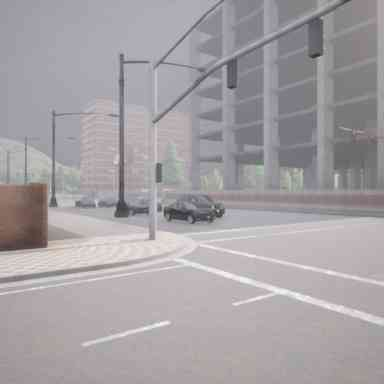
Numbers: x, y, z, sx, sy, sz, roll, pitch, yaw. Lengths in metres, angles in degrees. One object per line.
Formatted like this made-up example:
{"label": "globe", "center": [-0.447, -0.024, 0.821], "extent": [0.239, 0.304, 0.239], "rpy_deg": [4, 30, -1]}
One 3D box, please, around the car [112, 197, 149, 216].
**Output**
{"label": "car", "center": [-5.803, 1.474, 32.802], "extent": [1.882, 1.535, 5.008], "rpy_deg": [0, 0, -35]}

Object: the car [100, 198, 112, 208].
{"label": "car", "center": [-11.908, 1.543, 47.629], "extent": [2.033, 1.411, 5.357], "rpy_deg": [0, 0, -36]}

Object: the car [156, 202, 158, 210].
{"label": "car", "center": [-5.124, 1.501, 37.932], "extent": [1.837, 1.490, 4.892], "rpy_deg": [0, 0, -35]}

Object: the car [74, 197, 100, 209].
{"label": "car", "center": [-14.608, 1.502, 45.399], "extent": [1.837, 1.490, 4.892], "rpy_deg": [0, 0, -35]}

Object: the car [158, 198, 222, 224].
{"label": "car", "center": [-0.299, 1.474, 24.976], "extent": [1.882, 1.535, 5.008], "rpy_deg": [0, 0, -35]}

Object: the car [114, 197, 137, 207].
{"label": "car", "center": [-10.436, 1.500, 51.951], "extent": [1.837, 1.490, 4.892], "rpy_deg": [0, 0, -35]}

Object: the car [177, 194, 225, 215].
{"label": "car", "center": [0.563, 1.218, 29.823], "extent": [2.150, 2.045, 5.566], "rpy_deg": [0, 0, -35]}
